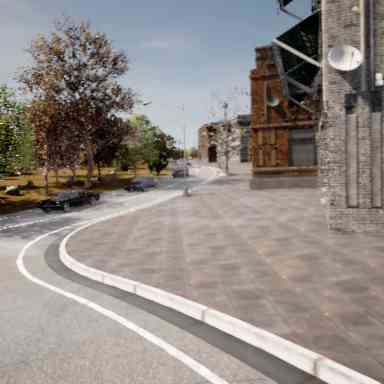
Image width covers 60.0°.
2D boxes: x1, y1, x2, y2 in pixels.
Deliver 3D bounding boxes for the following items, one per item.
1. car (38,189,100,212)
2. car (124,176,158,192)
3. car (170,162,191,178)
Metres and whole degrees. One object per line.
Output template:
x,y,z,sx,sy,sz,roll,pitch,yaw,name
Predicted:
-8.812,0.548,24.207,1.895,1.301,4.718,-1,7,20,car
-5.240,-0.951,35.075,2.033,1.411,5.357,-1,7,16,car
-1.757,-3.221,51.436,2.097,1.767,4.553,-1,7,8,car
